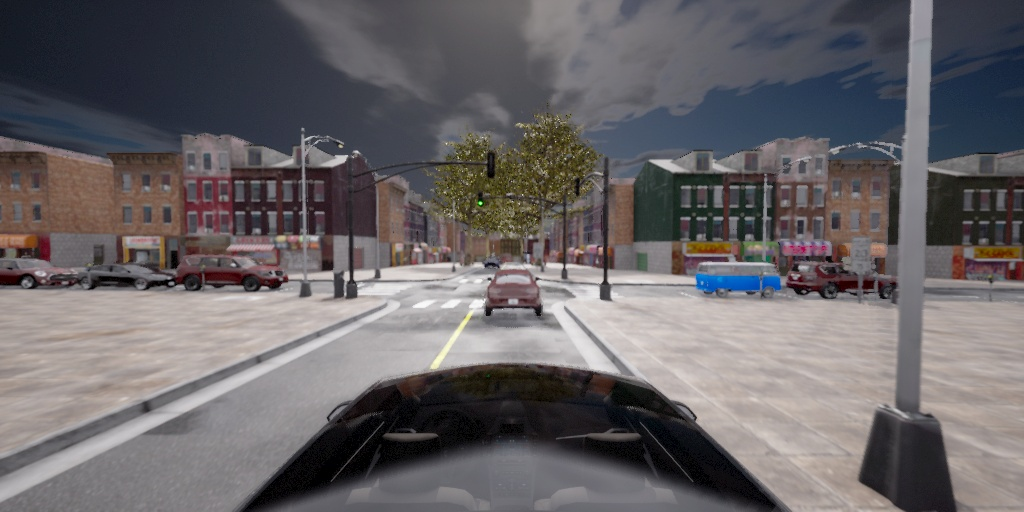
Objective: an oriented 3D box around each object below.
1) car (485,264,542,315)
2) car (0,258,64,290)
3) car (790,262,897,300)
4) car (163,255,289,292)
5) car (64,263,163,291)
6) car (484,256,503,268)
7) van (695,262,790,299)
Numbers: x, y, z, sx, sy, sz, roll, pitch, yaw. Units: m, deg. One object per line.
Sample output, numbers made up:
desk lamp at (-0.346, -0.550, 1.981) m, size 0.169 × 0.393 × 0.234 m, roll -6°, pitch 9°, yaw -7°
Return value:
car at (0.056, 1.183, 12.928) m, size 1.812 × 1.442 × 4.674 m, roll 0°, pitch 0°, yaw 0°
car at (-25.397, 0.859, 18.787) m, size 4.097 × 1.591 × 1.967 m, roll 0°, pitch 0°, yaw 0°
car at (17.171, 1.265, 18.747) m, size 5.009 × 1.841 × 2.192 m, roll 0°, pitch 0°, yaw 0°
car at (-14.594, 0.863, 18.777) m, size 5.009 × 1.841 × 2.192 m, roll 0°, pitch 0°, yaw 0°
car at (-19.995, 1.049, 18.782) m, size 4.313 × 1.339 × 1.948 m, roll 0°, pitch 0°, yaw 0°
car at (-2.810, 0.810, 50.776) m, size 2.097 × 1.767 × 4.553 m, roll 0°, pitch 0°, yaw 0°
van at (11.765, 1.220, 18.752) m, size 3.998 × 1.789 × 1.690 m, roll 0°, pitch 0°, yaw 0°
